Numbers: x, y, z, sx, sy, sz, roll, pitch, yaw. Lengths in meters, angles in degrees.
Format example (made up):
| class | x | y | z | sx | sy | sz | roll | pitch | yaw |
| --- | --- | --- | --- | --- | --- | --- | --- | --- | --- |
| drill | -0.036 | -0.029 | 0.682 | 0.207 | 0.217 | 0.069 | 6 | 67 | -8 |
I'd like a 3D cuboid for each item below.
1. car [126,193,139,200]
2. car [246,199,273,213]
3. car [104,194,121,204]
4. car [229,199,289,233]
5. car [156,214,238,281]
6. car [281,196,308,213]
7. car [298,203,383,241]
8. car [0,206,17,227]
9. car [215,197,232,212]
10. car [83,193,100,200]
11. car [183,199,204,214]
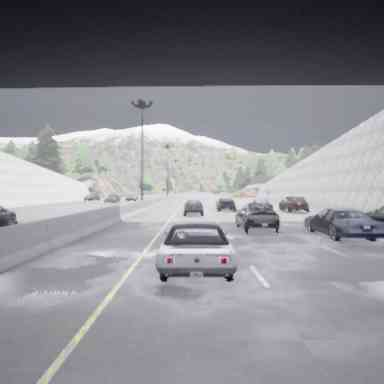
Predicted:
| class | x | y | z | sx | sy | sz | roll | pitch | yaw |
| --- | --- | --- | --- | --- | --- | --- | --- | --- | --- |
| car | -10.397 | 0.987 | 57.914 | 1.812 | 1.442 | 4.674 | 0 | 0 | 0 |
| car | 7.162 | 1.444 | 35.592 | 1.895 | 1.301 | 4.718 | 0 | 0 | 0 |
| car | -13.897 | 1.108 | 57.951 | 2.097 | 1.767 | 4.553 | 0 | 0 | 0 |
| car | 3.630 | 1.408 | 18.935 | 2.128 | 1.511 | 4.902 | 0 | 0 | 0 |
| car | 0.114 | 1.558 | 9.707 | 1.895 | 1.301 | 4.718 | 0 | 0 | 0 |
| car | 10.661 | 1.197 | 35.161 | 2.097 | 1.767 | 4.553 | 0 | 0 | 0 |
| car | 7.125 | 1.476 | 16.051 | 2.033 | 1.411 | 5.357 | 0 | 0 | 0 |
| car | -10.573 | 1.419 | 16.400 | 2.128 | 1.511 | 4.902 | 0 | 0 | 0 |
| car | 3.663 | 1.344 | 36.569 | 1.837 | 1.490 | 4.892 | 0 | 0 | 0 |
| car | -17.397 | 0.941 | 57.927 | 1.882 | 1.535 | 5.008 | 0 | 0 | 0 |
| car | 0.154 | 1.408 | 31.587 | 2.033 | 1.411 | 5.357 | 0 | 0 | 0 |
